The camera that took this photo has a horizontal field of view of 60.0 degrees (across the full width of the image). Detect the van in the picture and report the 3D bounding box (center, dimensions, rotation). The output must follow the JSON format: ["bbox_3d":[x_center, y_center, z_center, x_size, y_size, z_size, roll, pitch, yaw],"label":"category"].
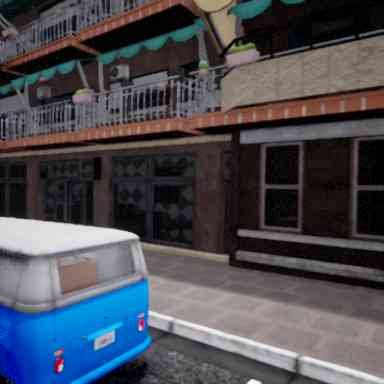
[{"bbox_3d":[-2.429,1.300,4.554,3.998,1.788,1.690,1,1,35],"label":"van"}]
